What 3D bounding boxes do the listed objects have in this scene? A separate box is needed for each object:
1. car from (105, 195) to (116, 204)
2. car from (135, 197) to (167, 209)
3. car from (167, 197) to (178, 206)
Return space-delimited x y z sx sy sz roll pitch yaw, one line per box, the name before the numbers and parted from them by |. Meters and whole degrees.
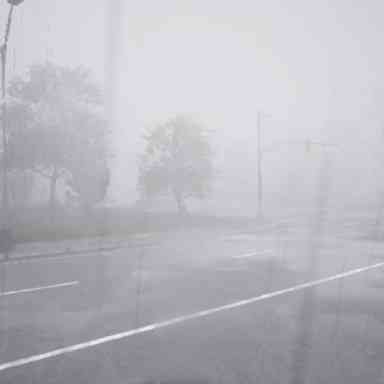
car | -15.352 1.384 59.796 1.837 1.490 4.892 -1 0 -39
car | -5.498 1.348 41.831 1.994 1.385 4.181 -1 1 -39
car | -3.921 1.323 45.458 1.895 1.301 4.718 -1 1 -39
